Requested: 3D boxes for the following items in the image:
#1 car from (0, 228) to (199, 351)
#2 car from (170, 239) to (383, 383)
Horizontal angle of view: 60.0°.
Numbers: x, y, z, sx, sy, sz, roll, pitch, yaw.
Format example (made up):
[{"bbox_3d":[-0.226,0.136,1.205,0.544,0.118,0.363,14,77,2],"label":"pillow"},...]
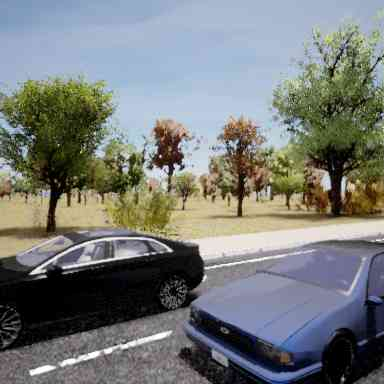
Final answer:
[{"bbox_3d":[-2.004,1.487,6.199,4.902,1.511,2.128,0,0,-35],"label":"car"},{"bbox_3d":[2.515,1.535,5.380,5.357,1.411,2.033,0,0,-35],"label":"car"}]
